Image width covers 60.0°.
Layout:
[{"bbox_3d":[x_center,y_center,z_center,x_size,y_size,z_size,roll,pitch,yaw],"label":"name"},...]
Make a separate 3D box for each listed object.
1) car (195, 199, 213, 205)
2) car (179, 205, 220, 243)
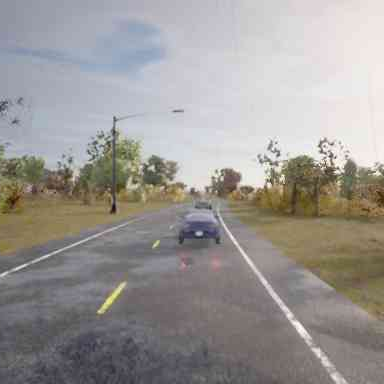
[{"bbox_3d":[1.378,1.589,38.441,2.128,1.511,4.902,0,0,4],"label":"car"},{"bbox_3d":[0.360,1.553,16.073,1.812,1.442,4.674,0,0,2],"label":"car"}]
